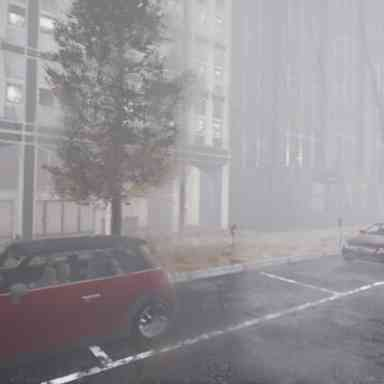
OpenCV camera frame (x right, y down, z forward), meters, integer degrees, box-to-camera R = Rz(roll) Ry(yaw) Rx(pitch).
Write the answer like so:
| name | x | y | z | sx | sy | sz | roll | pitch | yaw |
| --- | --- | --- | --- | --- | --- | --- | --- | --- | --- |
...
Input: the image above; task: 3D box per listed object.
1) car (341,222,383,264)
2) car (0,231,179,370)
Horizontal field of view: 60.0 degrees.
| name | x | y | z | sx | sy | sz | roll | pitch | yaw |
| --- | --- | --- | --- | --- | --- | --- | --- | --- | --- |
| car | 6.908 | 1.715 | 11.483 | 4.206 | 1.307 | 1.802 | 1 | 0 | -36 |
| car | -2.296 | 1.451 | 4.908 | 4.097 | 1.590 | 1.967 | 1 | 0 | -36 |
